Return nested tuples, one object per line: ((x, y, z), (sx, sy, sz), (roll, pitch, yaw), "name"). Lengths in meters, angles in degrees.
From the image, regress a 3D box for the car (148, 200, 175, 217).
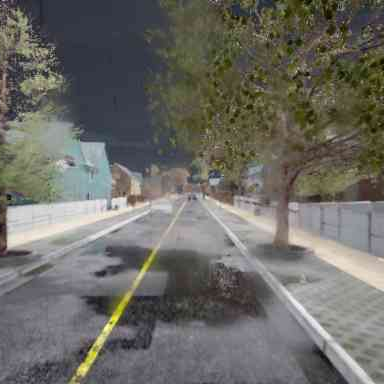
((-2.743, 1.462, 30.503), (1.812, 1.442, 4.674), (0, 0, 0), "car")

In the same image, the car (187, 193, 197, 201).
((0.024, 1.165, 76.612), (2.097, 1.767, 4.553), (0, 0, 0), "car")

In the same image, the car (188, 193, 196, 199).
((0.028, 1.124, 86.543), (1.837, 1.490, 4.892), (0, 0, 0), "car")
